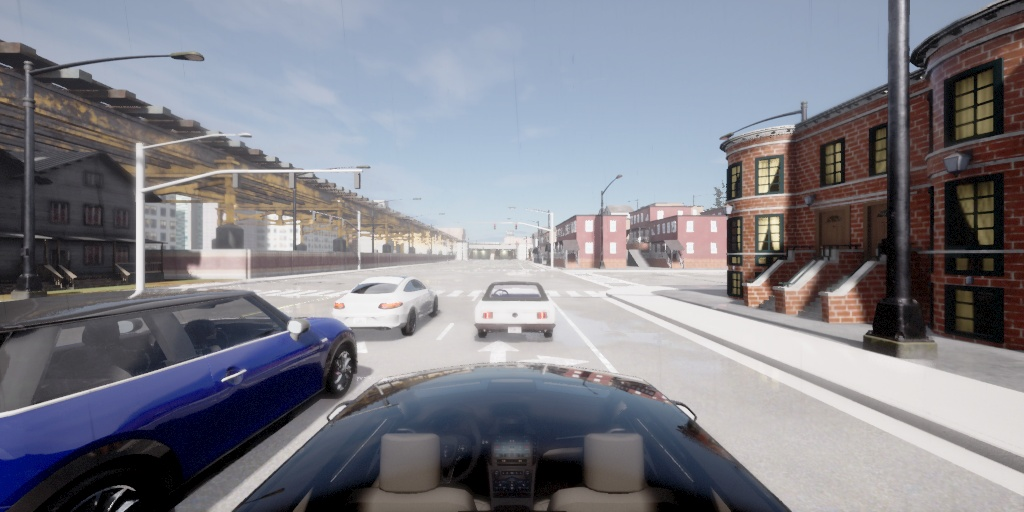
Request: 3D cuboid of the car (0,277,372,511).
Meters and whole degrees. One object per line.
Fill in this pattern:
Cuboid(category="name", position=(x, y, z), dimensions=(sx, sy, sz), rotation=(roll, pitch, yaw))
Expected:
Cuboid(category="car", position=(-3.399, 1.102, 3.648), dimensions=(2.097, 1.767, 4.553), rotation=(0, 0, 0))

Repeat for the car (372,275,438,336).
Cuboid(category="car", position=(-3.398, 1.276, 10.292), dimensions=(1.812, 1.442, 4.674), rotation=(0, 0, 0))

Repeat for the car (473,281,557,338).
Cuboid(category="car", position=(0.105, 1.351, 10.184), dimensions=(1.895, 1.301, 4.718), rotation=(0, 0, 1))
